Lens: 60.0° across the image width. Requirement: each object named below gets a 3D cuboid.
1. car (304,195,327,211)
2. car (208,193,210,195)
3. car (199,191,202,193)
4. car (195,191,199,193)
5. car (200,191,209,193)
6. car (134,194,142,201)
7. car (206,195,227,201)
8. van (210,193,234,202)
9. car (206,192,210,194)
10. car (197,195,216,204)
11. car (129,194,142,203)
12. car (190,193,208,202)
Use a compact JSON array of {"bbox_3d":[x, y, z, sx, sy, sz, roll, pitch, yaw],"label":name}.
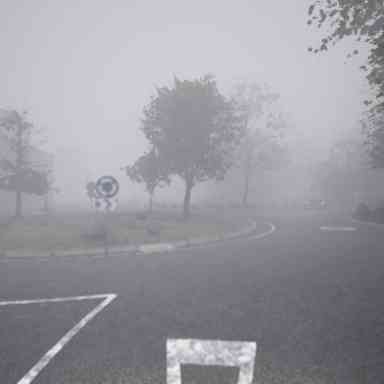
[{"bbox_3d":[13.757,1.114,37.176,2.097,1.767,4.553,-2,0,20],"label":"car"},{"bbox_3d":[6.656,1.530,75.263,4.792,1.488,2.163,0,1,-7],"label":"car"},{"bbox_3d":[4.906,1.105,89.024,4.553,1.767,2.185,0,1,-7],"label":"car"},{"bbox_3d":[4.168,1.124,94.527,5.008,1.535,2.097,0,1,-7],"label":"car"},{"bbox_3d":[5.231,1.284,86.270,5.008,1.535,2.097,0,1,-7],"label":"car"},{"bbox_3d":[-13.008,1.227,80.146,1.882,1.535,5.008,0,1,-7],"label":"car"},{"bbox_3d":[5.955,1.421,80.770,4.792,1.488,2.163,0,1,-7],"label":"car"},{"bbox_3d":[6.862,1.329,72.489,4.442,1.987,1.878,0,1,-7],"label":"van"},{"bbox_3d":[6.092,1.443,77.990,5.366,1.575,1.946,0,1,-7],"label":"car"},{"bbox_3d":[2.784,1.732,65.340,1.895,1.301,4.718,0,0,-7],"label":"car"},{"bbox_3d":[-10.616,1.435,62.039,1.895,1.301,4.718,0,0,-7],"label":"car"},{"bbox_3d":[1.500,1.514,75.269,2.128,1.511,4.902,0,1,-7],"label":"car"}]
